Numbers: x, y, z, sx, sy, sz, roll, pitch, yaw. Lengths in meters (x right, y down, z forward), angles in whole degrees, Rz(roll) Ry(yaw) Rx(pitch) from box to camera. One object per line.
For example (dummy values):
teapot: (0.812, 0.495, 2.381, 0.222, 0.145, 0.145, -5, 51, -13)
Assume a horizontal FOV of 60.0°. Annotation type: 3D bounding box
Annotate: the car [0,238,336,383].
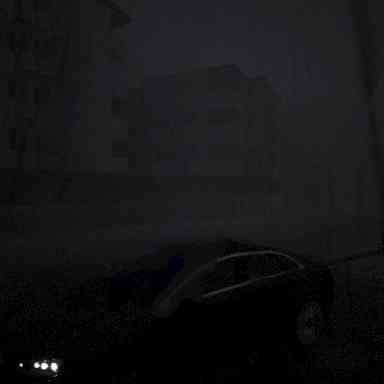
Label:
car: (0.026, 1.474, 4.635, 4.902, 1.511, 2.128, -1, 0, -36)
